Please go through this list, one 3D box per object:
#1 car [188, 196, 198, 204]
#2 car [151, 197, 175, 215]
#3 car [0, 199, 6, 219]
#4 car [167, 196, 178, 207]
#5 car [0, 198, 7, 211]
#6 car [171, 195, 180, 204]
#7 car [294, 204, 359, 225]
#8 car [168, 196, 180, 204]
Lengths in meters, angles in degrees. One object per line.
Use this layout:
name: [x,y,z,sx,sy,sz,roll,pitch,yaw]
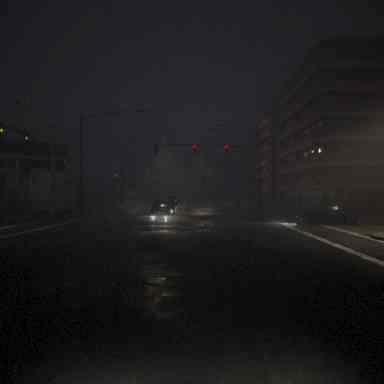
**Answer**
car: [0.261,1.526,64.916,1.812,1.442,4.674,0,-1,0]
car: [-3.168,1.547,34.715,2.033,1.411,5.357,0,0,-1]
car: [-16.089,1.352,23.510,4.553,1.767,2.097,0,0,0]
car: [-3.248,1.564,43.962,1.994,1.385,4.181,0,0,0]
car: [-24.046,1.456,38.922,3.806,1.475,1.970,0,0,1]
car: [-3.321,1.353,52.553,2.097,1.767,4.553,0,0,0]
car: [9.362,1.564,23.323,4.181,1.385,1.994,0,0,1]
car: [-3.382,1.564,63.137,1.994,1.385,4.181,0,0,0]
